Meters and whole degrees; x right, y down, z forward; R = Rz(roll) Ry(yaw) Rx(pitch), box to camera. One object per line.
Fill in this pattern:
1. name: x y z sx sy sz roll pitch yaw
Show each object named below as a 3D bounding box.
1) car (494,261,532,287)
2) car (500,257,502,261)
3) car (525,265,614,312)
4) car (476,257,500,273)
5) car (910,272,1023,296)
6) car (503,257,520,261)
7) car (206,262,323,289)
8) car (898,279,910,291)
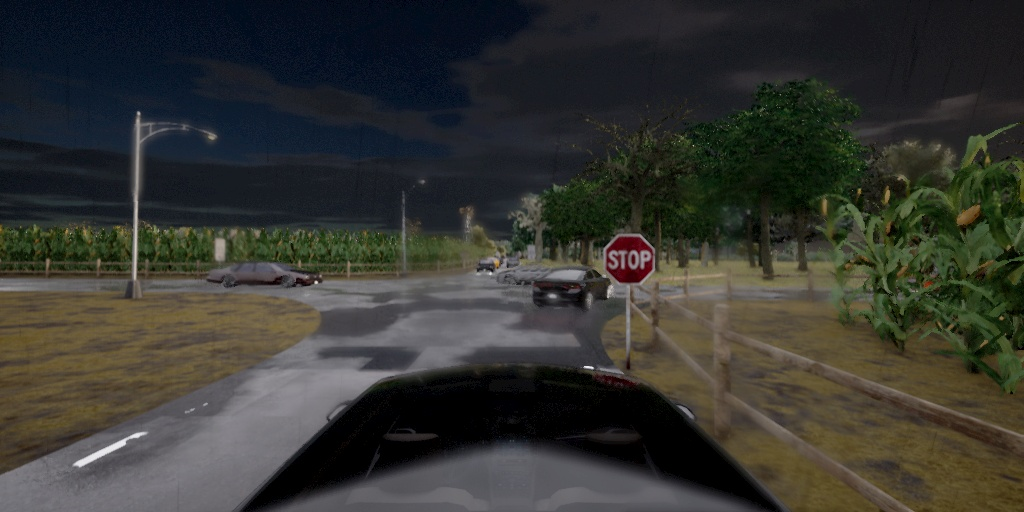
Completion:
1. car: 1.139 1.244 23.110 4.181 1.385 1.994 1 0 0
2. car: -2.772 0.964 49.852 1.882 1.535 5.008 0 0 1
3. car: 2.554 1.138 14.102 1.882 1.535 5.008 0 1 28
4. car: -2.831 1.085 40.245 2.033 1.411 5.357 0 0 1
5. car: 25.131 1.367 19.418 4.553 1.767 2.097 1 -1 0
6. car: 0.165 0.955 53.981 2.128 1.511 4.902 0 0 0
7. car: -13.279 1.016 19.420 5.357 1.411 2.033 1 -1 -1
8. car: 27.268 1.633 23.115 4.674 1.442 1.812 1 -1 0
